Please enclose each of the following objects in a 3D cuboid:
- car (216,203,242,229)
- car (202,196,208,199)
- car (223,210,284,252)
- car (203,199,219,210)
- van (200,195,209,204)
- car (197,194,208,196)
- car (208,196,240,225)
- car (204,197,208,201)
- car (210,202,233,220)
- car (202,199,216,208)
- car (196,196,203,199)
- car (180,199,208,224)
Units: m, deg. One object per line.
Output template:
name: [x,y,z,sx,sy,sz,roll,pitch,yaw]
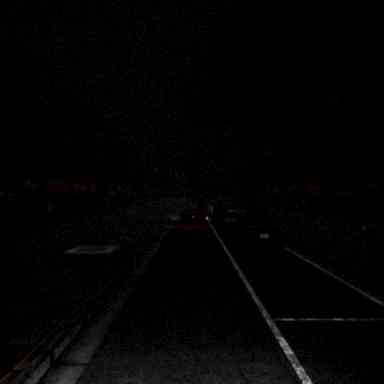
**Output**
car: [2.635,1.629,19.893,1.752,1.417,4.829,0,0,0]
car: [2.635,1.638,41.907,1.967,1.590,4.097,0,0,0]
car: [2.636,1.644,14.177,1.947,1.339,4.313,0,0,0]
car: [2.635,1.768,47.454,2.008,1.369,4.403,0,0,0]
van: [2.633,1.623,69.638,1.690,1.788,3.998,0,0,0]
car: [2.633,1.581,64.092,2.192,1.841,5.009,0,0,0]
car: [2.635,1.442,25.270,2.192,1.841,5.009,0,0,0]
car: [2.635,1.617,36.360,1.967,1.590,4.097,0,0,0]
car: [2.635,1.678,30.984,1.752,1.417,4.829,0,0,0]
car: [2.634,1.784,52.999,2.008,1.369,4.403,0,0,0]
car: [0.089,1.674,41.624,1.882,1.535,5.008,0,0,0]
car: [0.090,1.609,26.252,1.882,1.535,5.008,0,0,0]
